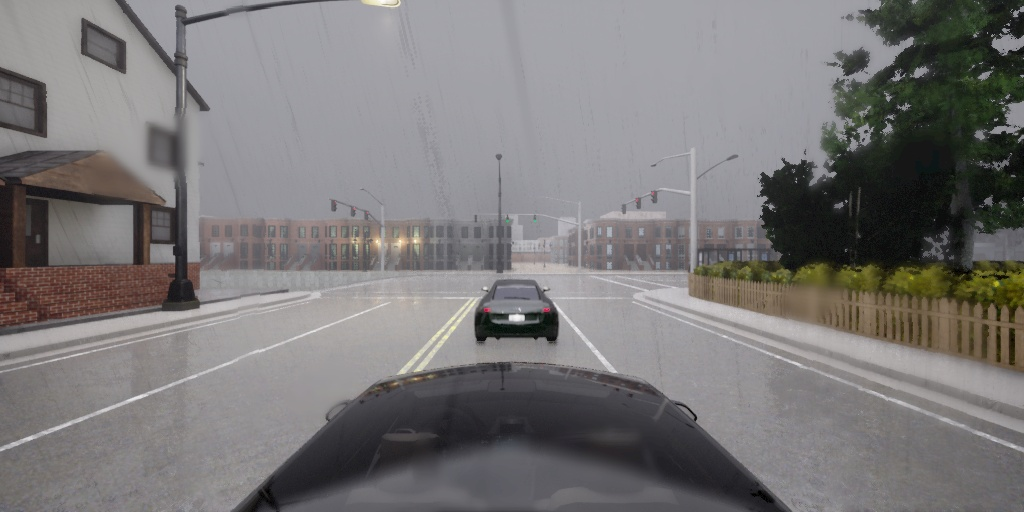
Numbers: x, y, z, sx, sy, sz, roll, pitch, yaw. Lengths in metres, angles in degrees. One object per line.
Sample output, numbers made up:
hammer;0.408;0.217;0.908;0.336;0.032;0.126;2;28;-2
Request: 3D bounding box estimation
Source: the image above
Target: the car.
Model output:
car;0.104;1.314;9.809;1.994;1.385;4.181;0;0;0
